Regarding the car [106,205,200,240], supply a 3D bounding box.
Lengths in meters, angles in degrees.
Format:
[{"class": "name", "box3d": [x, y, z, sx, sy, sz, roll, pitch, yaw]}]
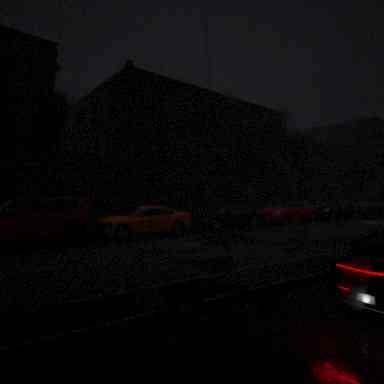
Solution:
[{"class": "car", "box3d": [-2.369, 1.455, 16.885, 5.008, 1.535, 2.097, 0, 0, -36]}]

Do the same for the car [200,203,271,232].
[{"class": "car", "box3d": [2.121, 1.458, 20.106, 4.892, 1.521, 2.231, 0, 0, -36]}]

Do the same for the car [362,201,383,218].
[{"class": "car", "box3d": [15.690, 1.505, 29.837, 4.674, 1.452, 2.002, 0, 0, -36]}]

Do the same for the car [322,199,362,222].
[{"class": "car", "box3d": [11.122, 1.337, 26.560, 4.553, 1.767, 2.185, 0, 0, -36]}]

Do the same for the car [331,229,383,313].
[{"class": "car", "box3d": [4.842, 1.507, 6.894, 4.892, 1.490, 1.837, 0, 0, -36]}]

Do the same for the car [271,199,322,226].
[{"class": "car", "box3d": [6.632, 1.334, 23.340, 4.553, 1.767, 2.185, 0, 0, -36]}]

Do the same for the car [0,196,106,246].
[{"class": "car", "box3d": [-6.784, 1.201, 13.718, 5.566, 2.045, 2.435, 0, 0, -36]}]
